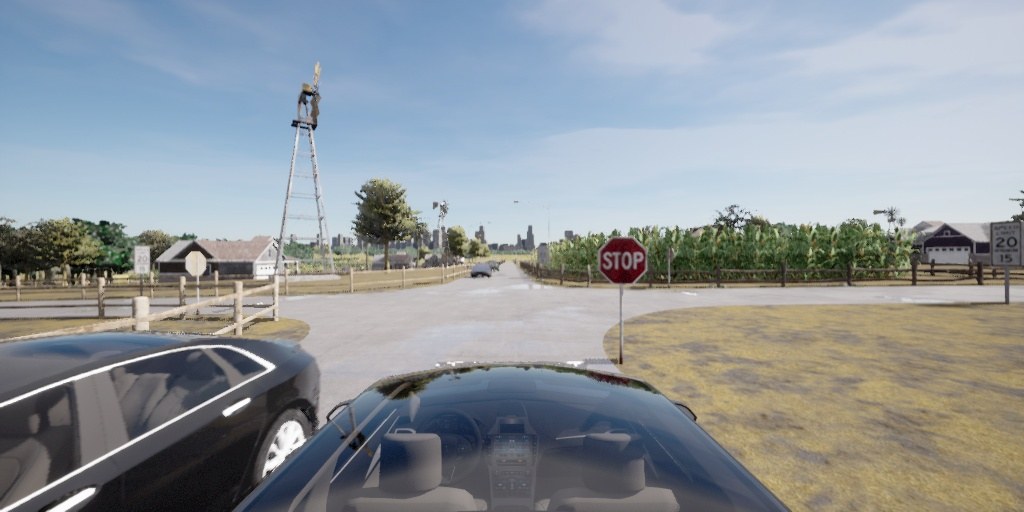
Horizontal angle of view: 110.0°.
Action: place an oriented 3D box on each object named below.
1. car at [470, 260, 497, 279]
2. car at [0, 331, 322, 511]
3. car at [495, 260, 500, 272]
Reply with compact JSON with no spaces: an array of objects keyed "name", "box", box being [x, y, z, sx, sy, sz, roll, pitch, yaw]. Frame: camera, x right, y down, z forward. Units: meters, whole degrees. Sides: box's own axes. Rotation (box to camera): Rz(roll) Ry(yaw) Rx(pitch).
[{"name":"car","box":[-2.871,1.405,34.467,2.033,1.411,5.357,0,-1,0]},{"name":"car","box":[-2.748,1.266,1.542,1.837,1.490,4.892,0,0,0]},{"name":"car","box":[-2.938,1.392,53.037,2.097,1.767,4.553,0,-1,0]}]
